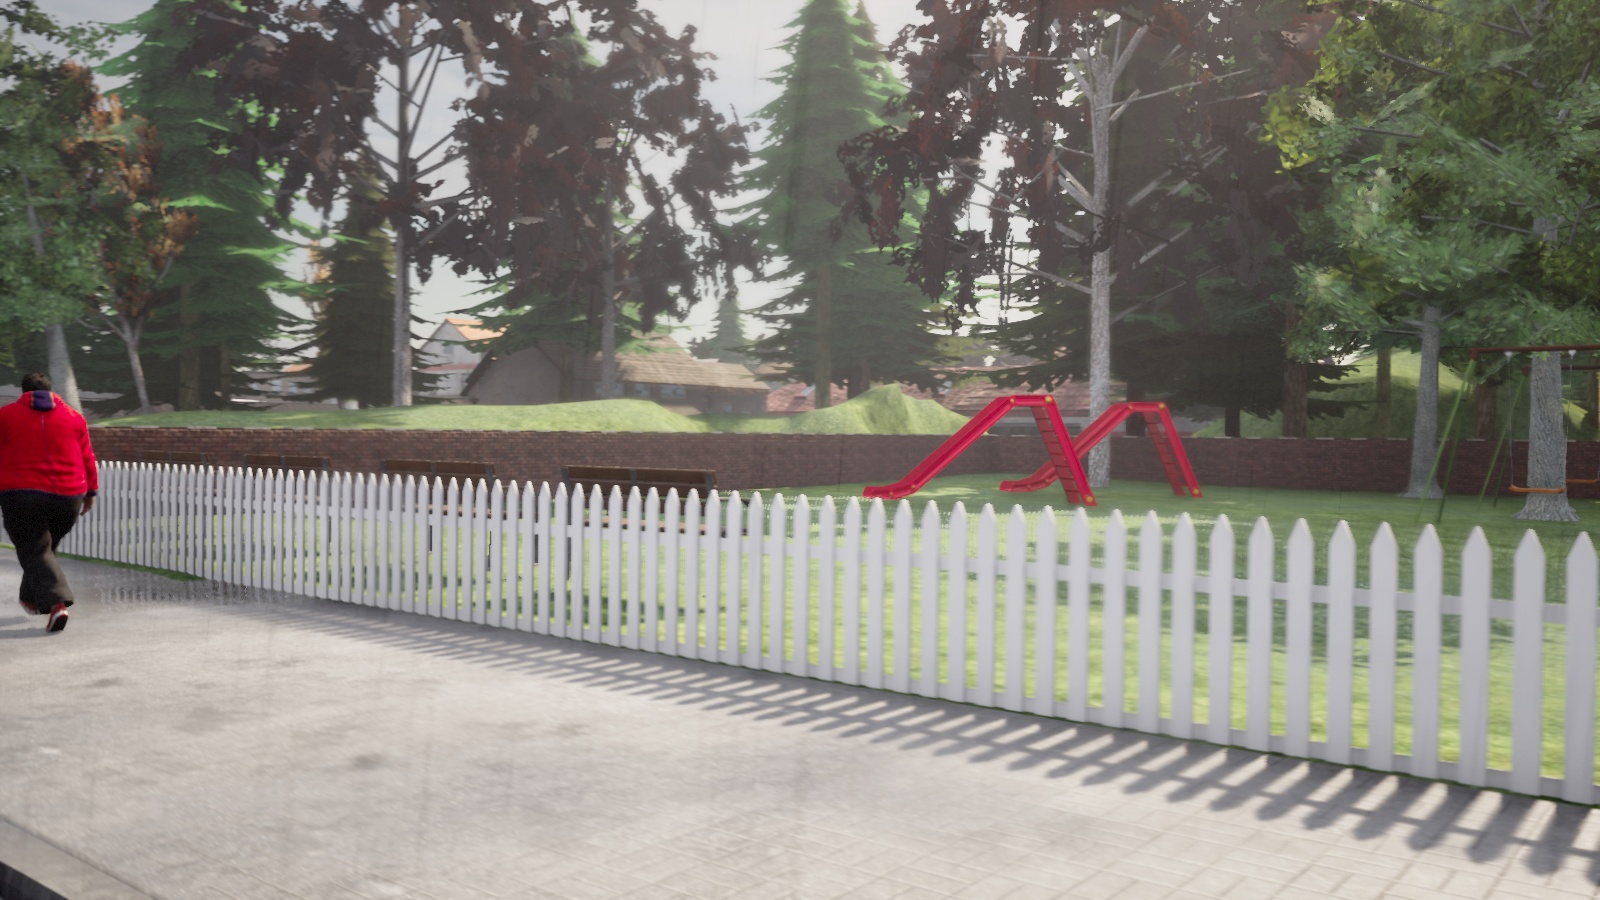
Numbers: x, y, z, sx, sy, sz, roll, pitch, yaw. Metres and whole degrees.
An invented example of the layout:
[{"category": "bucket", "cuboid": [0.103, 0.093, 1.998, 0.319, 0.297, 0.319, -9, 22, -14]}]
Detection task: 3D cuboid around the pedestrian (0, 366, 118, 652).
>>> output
[{"category": "pedestrian", "cuboid": [-5.215, 0.374, 8.638, 0.899, 1.844, 0.634, 0, 1, 42]}]
